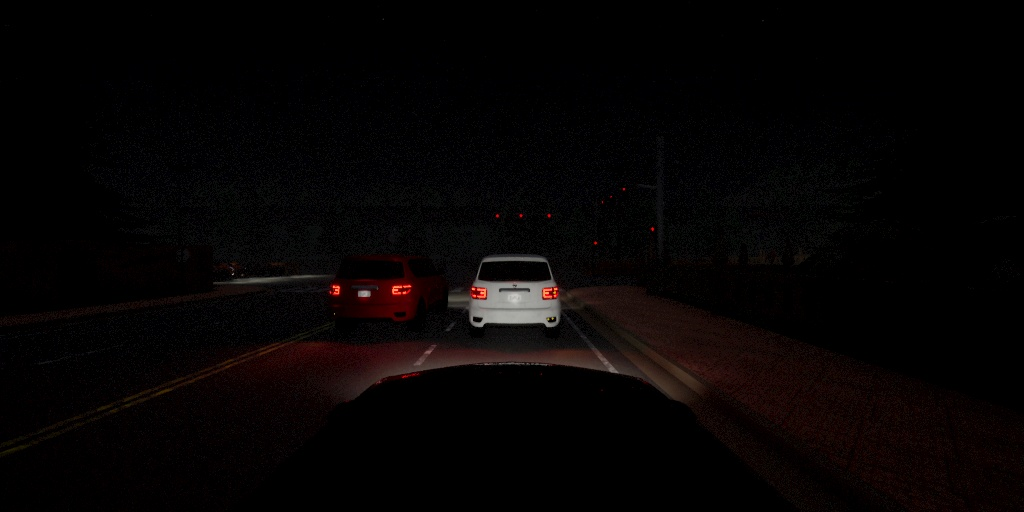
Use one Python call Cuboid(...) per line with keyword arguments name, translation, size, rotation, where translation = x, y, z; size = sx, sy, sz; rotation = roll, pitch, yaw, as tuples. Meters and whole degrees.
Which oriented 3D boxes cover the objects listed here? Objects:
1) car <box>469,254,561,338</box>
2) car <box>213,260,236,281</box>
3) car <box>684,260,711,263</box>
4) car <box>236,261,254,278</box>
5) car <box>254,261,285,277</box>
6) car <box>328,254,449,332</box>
Cuboid(name="car", translation=(0.079, 0.971, 10.322), size=(2.150, 2.045, 5.566), rotation=(0, 0, 1))
Cuboid(name="car", translation=(-25.077, 1.228, 28.119), size=(5.008, 1.535, 1.882), rotation=(0, 0, 0))
Cuboid(name="car", translation=(24.778, 1.254, 48.993), size=(4.892, 1.490, 1.837), rotation=(0, 0, 0))
Cuboid(name="car", translation=(-26.017, 1.102, 31.628), size=(4.553, 1.767, 2.097), rotation=(0, 0, 0))
Cuboid(name="car", translation=(-24.955, 1.228, 35.119), size=(5.008, 1.535, 1.882), rotation=(0, 0, 0))
Cuboid(name="car", translation=(-3.420, 0.971, 11.003), size=(2.150, 2.045, 5.566), rotation=(0, 0, 0))
